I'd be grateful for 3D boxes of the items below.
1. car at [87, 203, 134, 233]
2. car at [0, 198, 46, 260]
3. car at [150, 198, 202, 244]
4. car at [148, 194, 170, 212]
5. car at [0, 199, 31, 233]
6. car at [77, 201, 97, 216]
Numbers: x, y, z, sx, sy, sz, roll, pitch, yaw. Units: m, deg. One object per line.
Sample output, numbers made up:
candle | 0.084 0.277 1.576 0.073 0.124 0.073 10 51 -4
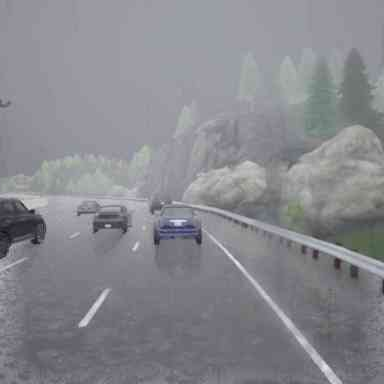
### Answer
car | -4.621 1.512 19.717 1.837 1.490 4.892 0 0 -6
car | -7.462 1.234 12.525 2.150 2.045 5.566 0 0 -4
car | -0.750 1.352 16.021 2.097 1.767 4.553 0 0 -5
car | -3.396 1.224 35.310 2.150 2.045 5.566 0 0 -11
car | -11.717 1.372 20.156 2.097 1.767 4.553 0 0 -6
car | -9.930 1.563 32.302 2.033 1.411 5.357 0 0 -10
